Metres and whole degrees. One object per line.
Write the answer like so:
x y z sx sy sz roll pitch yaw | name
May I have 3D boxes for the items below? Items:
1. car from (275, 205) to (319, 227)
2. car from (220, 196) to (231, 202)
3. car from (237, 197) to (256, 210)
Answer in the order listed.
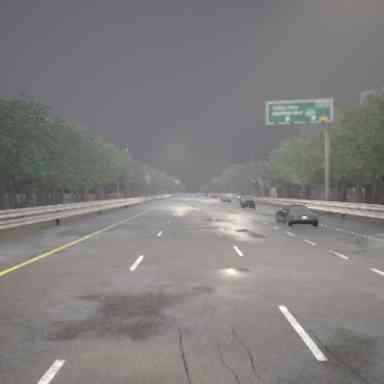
7.025 1.561 22.697 1.994 1.385 4.181 0 0 0 | car
7.121 1.524 71.254 1.994 1.385 4.181 0 0 0 | car
7.066 1.489 43.438 1.837 1.490 4.892 0 0 0 | car
